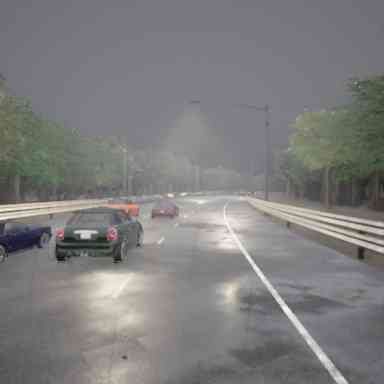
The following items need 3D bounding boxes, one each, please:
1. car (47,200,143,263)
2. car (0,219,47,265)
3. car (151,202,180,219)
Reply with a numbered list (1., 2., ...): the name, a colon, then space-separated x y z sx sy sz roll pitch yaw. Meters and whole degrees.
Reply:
1. car: -3.153 1.352 12.194 2.097 1.767 4.553 0 0 2
2. car: -6.688 1.598 11.498 1.895 1.301 4.718 0 0 2
3. car: -2.254 1.545 29.023 1.994 1.385 4.181 0 0 4
